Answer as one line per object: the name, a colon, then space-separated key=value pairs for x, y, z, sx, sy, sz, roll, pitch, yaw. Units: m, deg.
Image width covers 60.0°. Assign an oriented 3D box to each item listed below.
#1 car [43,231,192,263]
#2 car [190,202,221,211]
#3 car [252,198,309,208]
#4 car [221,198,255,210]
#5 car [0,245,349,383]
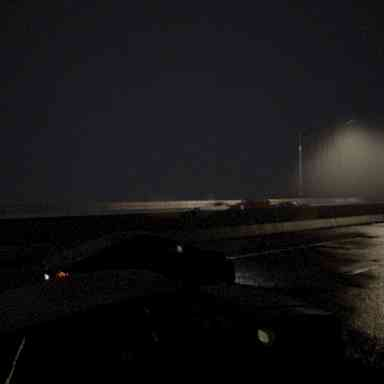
car: x=-1.045 y=1.561 z=7.301 sx=4.181 sy=1.385 sz=1.994 roll=0 pitch=0 yaw=-36
car: x=2.182 y=1.581 z=31.349 sx=4.718 sy=1.301 sz=1.895 roll=0 pitch=0 yaw=-35
car: x=7.506 y=1.471 z=26.548 sx=4.902 sy=1.511 sz=2.128 roll=0 pitch=0 yaw=-35
car: x=5.139 y=1.331 z=29.159 sx=4.553 sy=1.767 sz=2.097 roll=0 pitch=0 yaw=-35
car: x=-0.703 y=1.546 z=3.244 sx=5.357 sy=1.411 sz=2.033 roll=0 pitch=0 yaw=-36
